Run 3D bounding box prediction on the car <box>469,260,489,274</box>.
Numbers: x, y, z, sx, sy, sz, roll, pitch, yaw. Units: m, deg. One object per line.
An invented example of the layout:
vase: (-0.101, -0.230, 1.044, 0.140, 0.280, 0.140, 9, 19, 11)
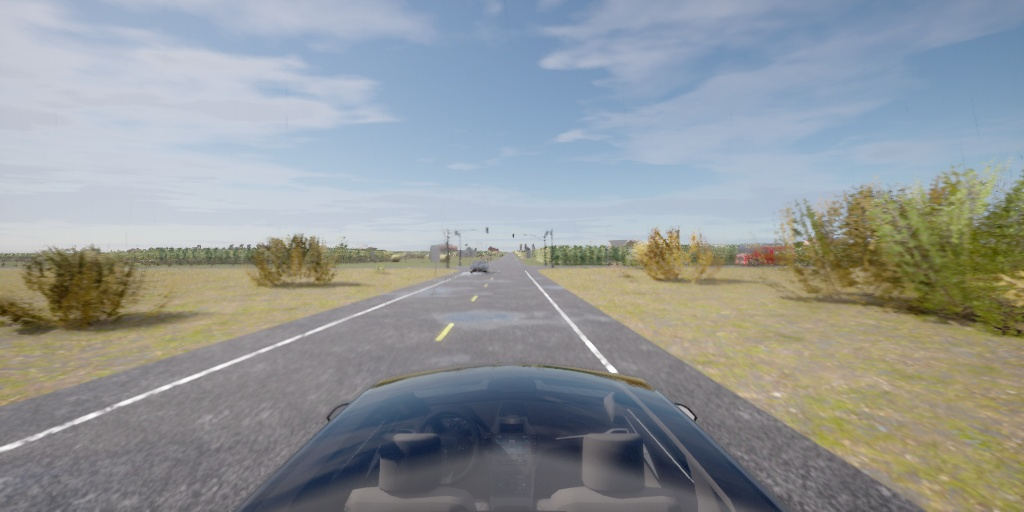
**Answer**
car: (-3.564, 1.227, 39.744, 1.837, 1.490, 4.892, 0, 0, 0)
